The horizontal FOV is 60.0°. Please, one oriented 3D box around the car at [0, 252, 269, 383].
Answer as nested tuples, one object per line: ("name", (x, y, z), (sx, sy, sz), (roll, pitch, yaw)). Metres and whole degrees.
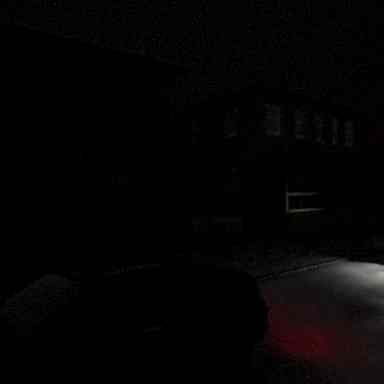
("car", (-1.092, 1.520, 3.826), (4.674, 1.442, 1.812), (0, 0, -36))
